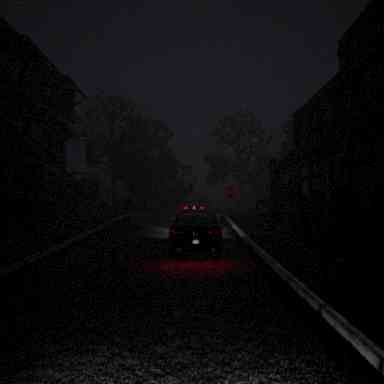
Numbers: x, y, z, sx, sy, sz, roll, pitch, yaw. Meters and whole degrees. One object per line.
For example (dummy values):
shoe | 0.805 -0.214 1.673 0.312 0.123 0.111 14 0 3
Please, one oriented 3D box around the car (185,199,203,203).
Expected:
car | 0.171 1.238 26.609 2.033 1.411 5.357 0 -1 1

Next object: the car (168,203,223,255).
car | 0.132 1.426 13.266 1.882 1.535 5.008 0 1 0
